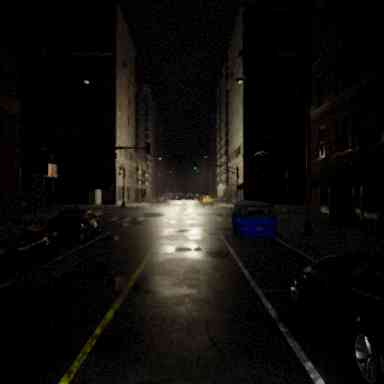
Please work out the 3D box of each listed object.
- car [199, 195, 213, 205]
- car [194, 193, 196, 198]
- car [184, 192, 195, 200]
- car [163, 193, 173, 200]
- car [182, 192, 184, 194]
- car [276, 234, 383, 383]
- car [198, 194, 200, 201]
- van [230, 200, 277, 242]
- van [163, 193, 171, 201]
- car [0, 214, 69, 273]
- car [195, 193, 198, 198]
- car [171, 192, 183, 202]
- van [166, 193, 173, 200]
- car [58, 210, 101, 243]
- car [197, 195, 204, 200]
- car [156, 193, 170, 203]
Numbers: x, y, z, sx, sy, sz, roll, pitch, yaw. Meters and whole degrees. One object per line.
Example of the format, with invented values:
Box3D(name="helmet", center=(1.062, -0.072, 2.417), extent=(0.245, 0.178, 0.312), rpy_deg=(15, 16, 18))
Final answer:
Box3D(name="car", center=(2.646, 1.449, 55.325), extent=(1.752, 1.417, 4.829), rpy_deg=(0, 0, -1))
Box3D(name="car", center=(2.270, 1.422, 82.782), extent=(2.008, 1.369, 4.403), rpy_deg=(0, 0, -1))
Box3D(name="car", center=(-0.614, 1.388, 84.647), extent=(1.812, 1.442, 4.674), rpy_deg=(0, 0, -1))
Box3D(name="car", center=(-6.331, 1.174, 88.191), extent=(2.192, 1.841, 5.009), rpy_deg=(0, 0, -1))
Box3D(name="car", center=(-3.661, 1.082, 88.110), extent=(2.150, 2.045, 5.566), rpy_deg=(0, 0, -1))
Box3D(name="car", center=(2.855, 1.559, 5.069), extent=(1.947, 1.339, 4.313), rpy_deg=(0, 0, 0))
Box3D(name="car", center=(2.572, 1.355, 60.680), extent=(1.967, 1.590, 4.097), rpy_deg=(0, 0, -1))
Box3D(name="van", center=(2.854, 1.321, 15.966), extent=(1.690, 1.788, 3.998), rpy_deg=(0, 0, 0))
Box3D(name="van", center=(-6.256, 1.213, 82.665), extent=(1.690, 1.788, 3.998), rpy_deg=(0, 0, -1))
Box3D(name="car", center=(-5.670, 1.569, 10.505), extent=(1.802, 1.307, 4.206), rpy_deg=(0, 0, 0))
Box3D(name="car", center=(2.345, 1.428, 77.257), extent=(1.887, 1.381, 4.507), rpy_deg=(0, 0, -1))
Box3D(name="car", center=(-3.447, 1.393, 72.506), extent=(1.837, 1.490, 4.892), rpy_deg=(0, 0, -1))
Box3D(name="van", center=(-6.404, 1.187, 93.715), extent=(1.690, 1.788, 3.998), rpy_deg=(0, 0, -1))
Box3D(name="car", center=(-5.671, 1.546, 15.956), extent=(1.947, 1.339, 4.313), rpy_deg=(0, 0, 0))
Box3D(name="car", center=(2.194, 1.441, 88.308), extent=(1.802, 1.307, 4.206), rpy_deg=(0, 0, -1))
Box3D(name="car", center=(-6.028, 1.221, 66.089), extent=(2.192, 1.841, 5.009), rpy_deg=(0, 0, -1))
